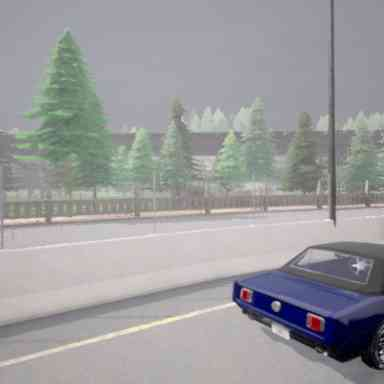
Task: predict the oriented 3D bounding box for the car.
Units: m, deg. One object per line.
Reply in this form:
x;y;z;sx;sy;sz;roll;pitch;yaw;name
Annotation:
3.060;1.510;5.530;4.718;1.301;1.895;-1;1;-31;car
